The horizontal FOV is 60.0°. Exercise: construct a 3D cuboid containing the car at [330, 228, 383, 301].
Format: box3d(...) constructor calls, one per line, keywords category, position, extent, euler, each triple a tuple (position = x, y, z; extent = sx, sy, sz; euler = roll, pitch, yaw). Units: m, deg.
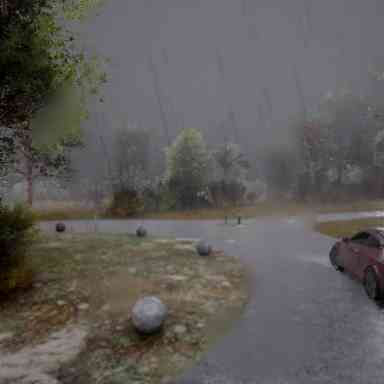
box3d(category="car", position=(4.930, 1.613, 8.286), extent=(1.812, 1.442, 4.674), euler=(0, 0, 9))
